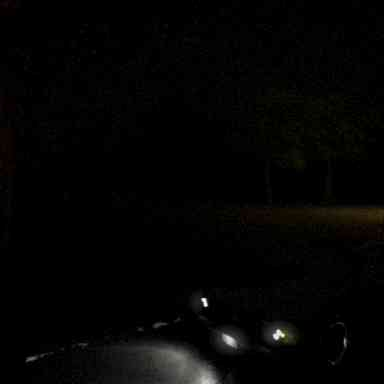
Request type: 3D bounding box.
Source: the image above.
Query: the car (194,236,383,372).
[{"bbox_3d":[2.659,1.549,5.868,5.357,1.411,2.033,0,0,-35],"label":"car"}]
